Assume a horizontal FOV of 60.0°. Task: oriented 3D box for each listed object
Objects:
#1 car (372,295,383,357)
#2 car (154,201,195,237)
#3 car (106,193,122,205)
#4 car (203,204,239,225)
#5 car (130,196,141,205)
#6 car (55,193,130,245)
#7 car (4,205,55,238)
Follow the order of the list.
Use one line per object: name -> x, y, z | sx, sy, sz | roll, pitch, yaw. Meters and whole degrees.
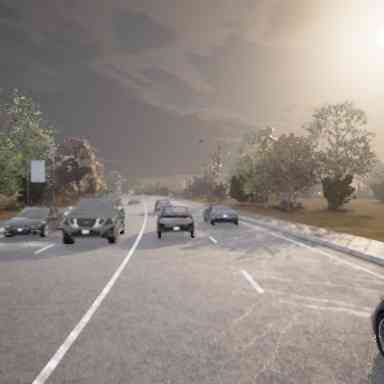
car -> 3.467, 1.515, 2.733 | 1.812, 1.442, 4.674 | 0, 0, -1
car -> -0.938, 1.476, 17.840 | 2.128, 1.511, 4.902 | 0, 0, -5
car -> -13.393, 1.186, 57.418 | 2.150, 2.045, 5.566 | 0, 0, -8
car -> 1.962, 1.538, 23.796 | 1.994, 1.385, 4.181 | 0, 0, -6
car -> -9.797, 1.485, 56.964 | 1.812, 1.442, 4.674 | 0, 0, -8
car -> -4.447, 1.214, 15.913 | 2.150, 2.045, 5.566 | 0, 0, -5
car -> -8.130, 1.502, 17.670 | 1.837, 1.490, 4.892 | 0, 0, -6
